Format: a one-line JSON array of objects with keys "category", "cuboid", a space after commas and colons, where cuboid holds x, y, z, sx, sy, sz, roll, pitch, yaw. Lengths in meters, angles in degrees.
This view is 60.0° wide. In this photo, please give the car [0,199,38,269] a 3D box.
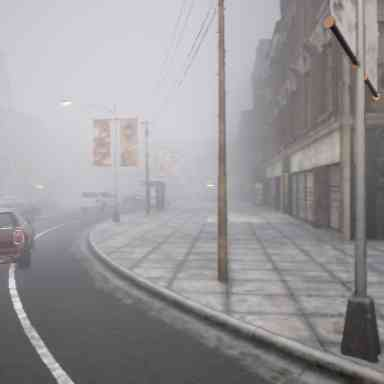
[{"category": "car", "cuboid": [-6.204, 1.267, 10.532, 2.097, 1.767, 4.553, -1, 1, -24]}]

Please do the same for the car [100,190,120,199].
[{"category": "car", "cuboid": [-18.135, 0.515, 73.963, 2.435, 2.045, 5.566, 0, 1, 6]}]

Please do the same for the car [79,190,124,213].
[{"category": "car", "cuboid": [-9.131, 0.906, 33.132, 2.150, 2.045, 5.566, 0, 1, 9]}]

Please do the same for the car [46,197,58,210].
[{"category": "car", "cuboid": [-15.904, 1.268, 34.893, 1.994, 1.385, 4.181, 0, 1, 6]}]

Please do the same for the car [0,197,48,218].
[{"category": "car", "cuboid": [-12.982, 1.361, 24.928, 1.994, 1.385, 4.181, 0, 1, 3]}]

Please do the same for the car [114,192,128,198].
[{"category": "car", "cuboid": [-17.372, 0.796, 81.324, 1.895, 1.301, 4.718, 0, 1, 6]}]

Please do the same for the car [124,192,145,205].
[{"category": "car", "cuboid": [-8.003, 1.042, 46.046, 1.837, 1.490, 4.892, 0, 1, 12]}]

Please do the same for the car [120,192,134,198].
[{"category": "car", "cuboid": [-14.803, 0.688, 76.307, 1.994, 1.385, 4.181, 0, 1, 7]}]

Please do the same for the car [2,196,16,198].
[{"category": "car", "cuboid": [-19.384, 1.198, 35.267, 1.882, 1.535, 5.008, 0, 1, 6]}]

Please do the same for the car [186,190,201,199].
[{"category": "car", "cuboid": [0.482, 0.474, 90.659, 2.231, 1.521, 4.892, 0, 1, 16]}]

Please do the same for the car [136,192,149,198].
[{"category": "car", "cuboid": [-11.327, 0.673, 75.903, 1.994, 1.385, 4.181, 0, 1, 7]}]
